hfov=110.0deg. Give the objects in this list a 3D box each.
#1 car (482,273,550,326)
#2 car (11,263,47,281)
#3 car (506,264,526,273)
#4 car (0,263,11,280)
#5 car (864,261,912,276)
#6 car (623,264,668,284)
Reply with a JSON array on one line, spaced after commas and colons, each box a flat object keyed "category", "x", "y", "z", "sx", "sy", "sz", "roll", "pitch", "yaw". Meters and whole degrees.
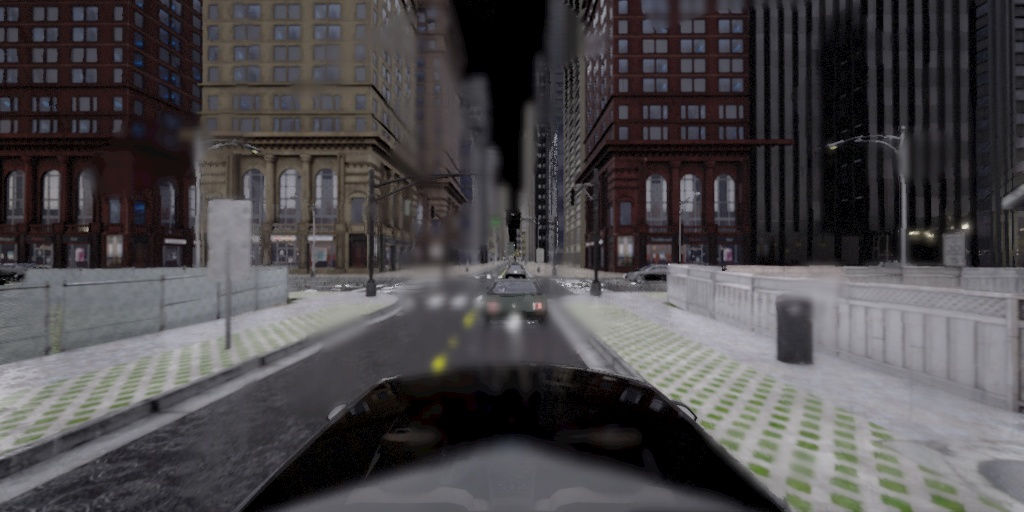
[{"category": "car", "x": 0.110, "y": 1.403, "z": 11.864, "sx": 1.895, "sy": 1.301, "sz": 4.718, "roll": 0, "pitch": 0, "yaw": 0}, {"category": "car", "x": -44.302, "y": 1.395, "z": 31.856, "sx": 4.902, "sy": 1.511, "sz": 2.128, "roll": 0, "pitch": 0, "yaw": 1}, {"category": "car", "x": 0.360, "y": 1.507, "z": 36.330, "sx": 1.994, "sy": 1.385, "sz": 4.181, "roll": 0, "pitch": 0, "yaw": 1}, {"category": "car", "x": -43.885, "y": 1.382, "z": 28.608, "sx": 4.892, "sy": 1.490, "sz": 1.837, "roll": 0, "pitch": 0, "yaw": 1}, {"category": "car", "x": 28.815, "y": 1.248, "z": 28.052, "sx": 4.553, "sy": 1.767, "sz": 2.097, "roll": 0, "pitch": 0, "yaw": 1}, {"category": "car", "x": 11.249, "y": 1.381, "z": 28.184, "sx": 4.902, "sy": 1.511, "sz": 2.128, "roll": 0, "pitch": 0, "yaw": 0}]
